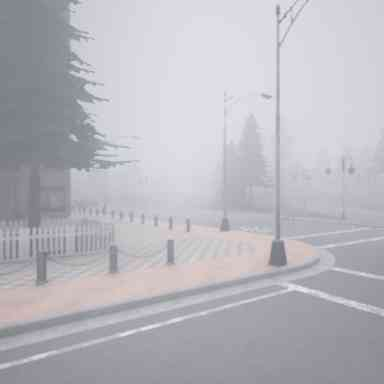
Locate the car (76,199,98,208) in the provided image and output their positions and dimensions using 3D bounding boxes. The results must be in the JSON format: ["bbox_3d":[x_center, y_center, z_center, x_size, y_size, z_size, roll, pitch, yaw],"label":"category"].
[{"bbox_3d":[-14.924,1.571,47.084,1.895,1.301,4.718,0,0,-34],"label":"car"}]
